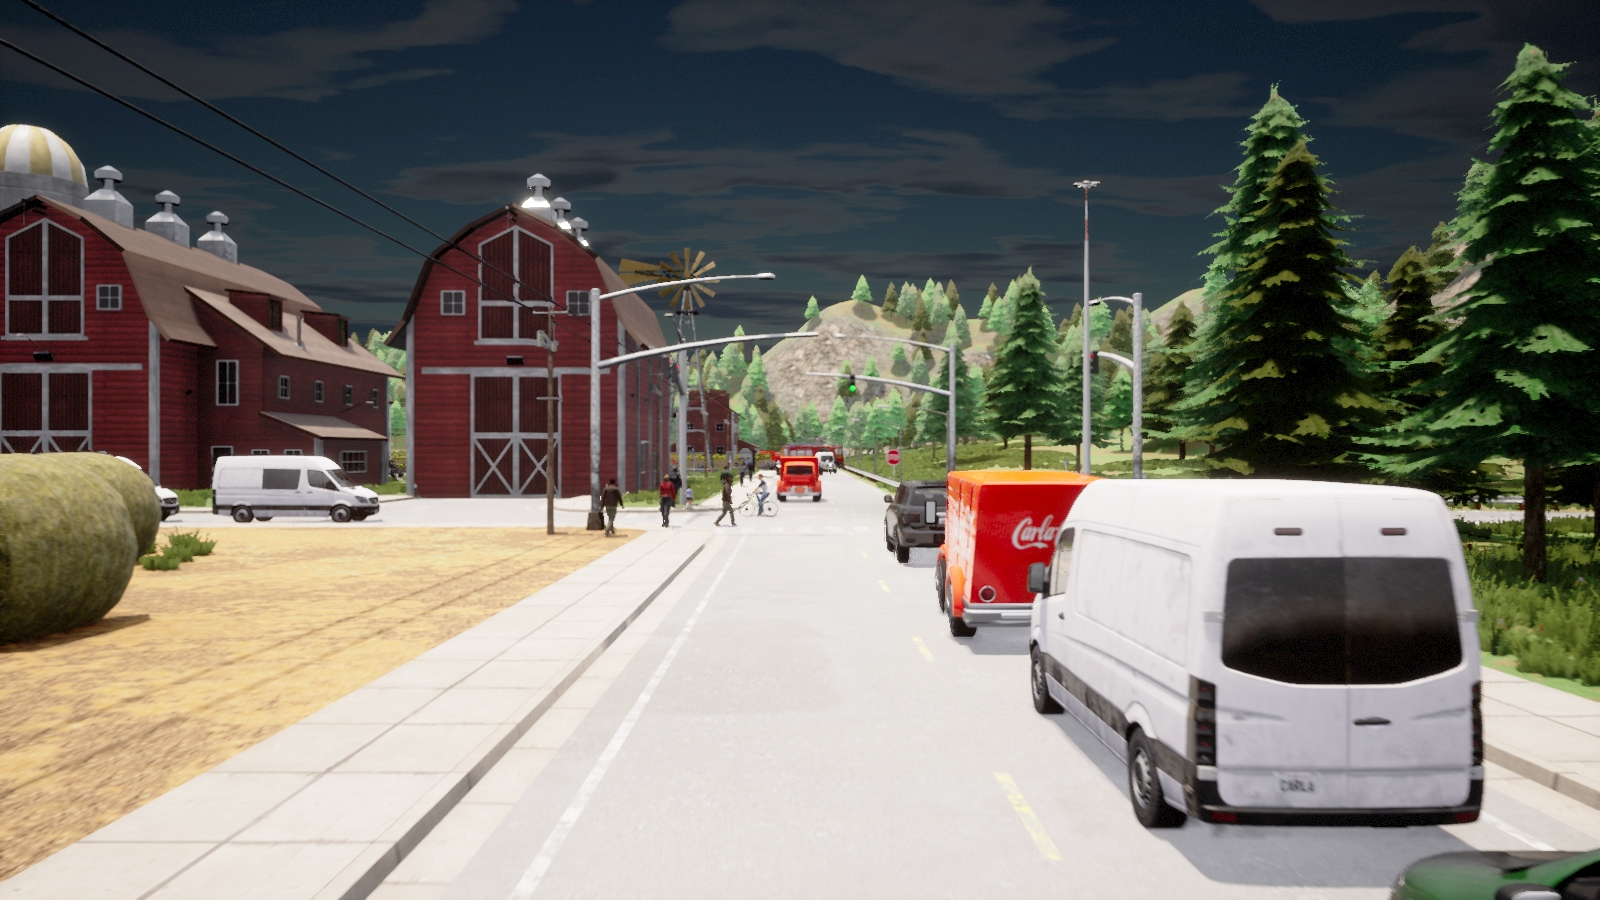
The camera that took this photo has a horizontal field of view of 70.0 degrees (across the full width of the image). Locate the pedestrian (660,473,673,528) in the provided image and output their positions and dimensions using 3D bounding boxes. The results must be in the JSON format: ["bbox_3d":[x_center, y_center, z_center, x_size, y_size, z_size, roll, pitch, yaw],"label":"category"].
[{"bbox_3d":[-4.492,1.693,38.502,0.375,1.860,0.375,0,0,4],"label":"pedestrian"}]

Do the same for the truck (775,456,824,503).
[{"bbox_3d":[-0.035,1.577,63.160,2.627,2.467,5.204,0,0,0],"label":"truck"}]

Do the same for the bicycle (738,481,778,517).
[{"bbox_3d":[-1.744,2.043,47.583,1.643,1.496,0.373,0,0,-1],"label":"bicycle"}]

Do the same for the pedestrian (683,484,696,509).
[{"bbox_3d":[-4.907,2.057,50.812,0.500,1.100,0.500,0,0,6],"label":"pedestrian"}]

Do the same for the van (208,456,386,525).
[{"bbox_3d":[-19.182,1.511,43.749,5.915,2.561,1.988,0,0,-1],"label":"van"}]

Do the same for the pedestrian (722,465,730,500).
[{"bbox_3d":[-3.943,1.704,60.726,0.375,1.860,0.375,0,0,8],"label":"pedestrian"}]

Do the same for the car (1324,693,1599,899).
[{"bbox_3d":[3.495,2.000,3.607,1.851,1.617,3.988,0,0,0],"label":"car"}]

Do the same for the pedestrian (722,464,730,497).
[{"bbox_3d":[-4.125,1.705,63.840,0.375,1.860,0.375,0,0,5],"label":"pedestrian"}]

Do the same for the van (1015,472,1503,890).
[{"bbox_3d":[3.501,1.536,10.276,1.988,2.561,5.915,0,0,0],"label":"van"}]

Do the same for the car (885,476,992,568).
[{"bbox_3d":[3.508,1.786,30.081,2.150,2.045,5.566,0,0,0],"label":"car"}]

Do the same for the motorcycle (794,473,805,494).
[{"bbox_3d":[-0.030,2.181,74.291,0.764,1.277,2.356,0,0,0],"label":"motorcycle"}]

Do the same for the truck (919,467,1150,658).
[{"bbox_3d":[3.494,1.586,18.327,2.627,2.467,5.204,0,1,0],"label":"truck"}]

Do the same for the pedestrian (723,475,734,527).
[{"bbox_3d":[-2.585,1.836,41.205,0.375,1.860,0.375,0,0,0],"label":"pedestrian"}]

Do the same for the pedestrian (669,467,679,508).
[{"bbox_3d":[-5.672,1.677,51.412,0.375,1.860,0.375,0,0,6],"label":"pedestrian"}]

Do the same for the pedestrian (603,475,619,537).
[{"bbox_3d":[-5.747,1.684,34.692,0.375,1.860,0.375,0,0,10],"label":"pedestrian"}]
